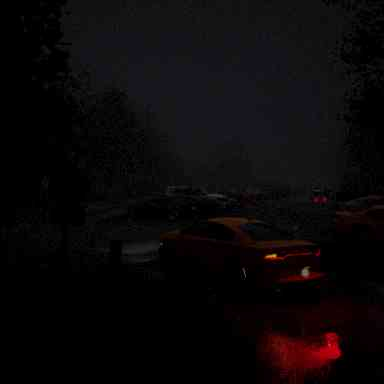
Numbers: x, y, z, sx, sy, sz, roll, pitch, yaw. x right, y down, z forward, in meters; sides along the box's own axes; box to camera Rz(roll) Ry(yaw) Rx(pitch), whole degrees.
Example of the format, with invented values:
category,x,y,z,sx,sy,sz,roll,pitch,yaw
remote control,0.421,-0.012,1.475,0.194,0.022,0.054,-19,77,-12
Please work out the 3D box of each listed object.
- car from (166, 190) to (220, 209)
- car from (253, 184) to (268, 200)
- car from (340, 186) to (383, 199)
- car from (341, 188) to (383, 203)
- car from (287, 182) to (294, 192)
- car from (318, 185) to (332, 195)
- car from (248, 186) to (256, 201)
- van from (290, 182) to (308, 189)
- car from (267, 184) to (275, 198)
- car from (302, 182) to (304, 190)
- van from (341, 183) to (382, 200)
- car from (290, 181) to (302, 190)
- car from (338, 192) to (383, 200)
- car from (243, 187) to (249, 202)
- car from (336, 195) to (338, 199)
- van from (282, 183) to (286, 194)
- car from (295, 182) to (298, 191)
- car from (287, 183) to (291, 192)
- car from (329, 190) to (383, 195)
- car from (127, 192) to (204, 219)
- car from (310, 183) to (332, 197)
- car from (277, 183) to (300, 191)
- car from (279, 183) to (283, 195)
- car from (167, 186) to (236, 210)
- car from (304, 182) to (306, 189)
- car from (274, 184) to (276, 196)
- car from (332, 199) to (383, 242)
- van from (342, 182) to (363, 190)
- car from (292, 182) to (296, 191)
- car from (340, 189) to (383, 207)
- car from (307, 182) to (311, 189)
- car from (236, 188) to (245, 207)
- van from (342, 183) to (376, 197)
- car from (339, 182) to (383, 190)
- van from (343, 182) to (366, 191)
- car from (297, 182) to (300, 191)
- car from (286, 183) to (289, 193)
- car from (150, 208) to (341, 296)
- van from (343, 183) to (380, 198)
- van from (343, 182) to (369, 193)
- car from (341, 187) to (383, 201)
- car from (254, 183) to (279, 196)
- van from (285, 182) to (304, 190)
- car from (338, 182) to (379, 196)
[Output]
category,x,y,z,sx,sy,sz,roll,pitch,yaw
car,-0.845,0.898,24.609,5.008,1.535,2.097,1,3,24
car,5.933,0.212,39.943,5.366,1.575,1.946,1,3,24
car,22.530,0.036,44.368,5.008,1.535,2.097,1,2,24
car,19.163,0.348,36.922,4.792,1.488,2.163,1,3,24
car,15.223,-0.497,59.960,4.792,1.488,2.163,1,2,24
car,22.696,-0.404,56.658,1.882,1.535,5.008,1,2,24
car,3.582,0.440,34.785,5.366,1.575,1.946,1,3,24
van,28.940,-1.745,90.275,4.442,1.987,1.878,1,1,24
car,7.370,0.116,42.202,5.366,1.575,1.946,1,3,24
car,22.123,-1.185,75.105,4.553,1.767,2.185,1,2,24
van,21.272,-0.099,41.873,4.442,1.987,1.878,1,2,24
car,19.682,-0.887,70.123,5.366,1.575,1.946,1,2,24
car,9.984,1.086,16.766,4.553,1.767,2.185,1,3,24
car,2.607,0.560,32.182,4.892,1.521,2.231,1,3,24
car,11.025,1.132,19.203,4.792,1.488,2.163,1,3,24
van,11.905,-0.484,52.315,4.442,1.987,1.878,1,2,24
car,17.556,-0.703,64.994,4.892,1.521,2.231,1,2,24
car,14.073,-0.408,57.434,4.792,1.488,2.163,1,2,24
car,13.178,0.872,24.304,5.366,1.575,1.946,1,3,24
car,-2.027,1.040,22.101,4.792,1.488,2.163,1,3,24
car,18.429,-0.060,47.293,2.128,1.511,4.902,1,2,24
car,20.973,-1.096,72.580,4.553,1.767,2.185,1,2,24
car,10.675,-0.141,49.834,4.792,1.488,2.163,1,2,24
car,0.325,0.534,27.113,5.566,2.045,2.435,1,3,24
car,23.297,-1.148,77.625,5.008,1.535,2.097,1,2,24
car,8.342,0.016,44.798,4.892,1.521,2.231,1,3,24
car,8.802,1.323,14.267,5.008,1.535,2.097,1,3,24
van,38.544,-1.436,79.806,4.442,1.987,1.878,1,2,24
car,16.231,-0.621,62.548,5.366,1.575,1.946,1,2,24
car,16.764,0.569,31.795,4.792,1.488,2.163,1,3,24
car,26.779,-1.665,85.177,5.566,2.045,2.435,1,2,24
car,1.619,0.672,29.583,5.366,1.575,1.946,1,3,24
van,24.715,-0.369,49.449,4.442,1.987,1.878,1,2,24
car,15.668,0.402,29.241,5.566,2.045,2.435,1,3,24
van,36.457,-1.255,74.663,4.442,1.987,1.878,1,2,24
car,18.695,-0.792,67.524,4.892,1.521,2.231,1,2,24
car,12.922,-0.320,54.909,4.792,1.488,2.163,1,2,24
car,0.898,1.383,8.501,1.882,1.535,5.008,2,-1,-31
van,23.779,-0.276,46.833,4.442,1.987,1.878,1,2,24
van,31.866,-0.900,64.585,4.442,1.987,1.878,1,2,24
car,20.257,0.252,39.322,4.792,1.488,2.163,1,2,24
car,9.528,-0.205,47.306,4.553,1.767,2.185,1,2,24
van,25.496,-1.553,82.713,4.442,1.987,1.878,1,2,24
car,25.943,-0.481,51.931,5.566,2.045,2.435,1,2,24
